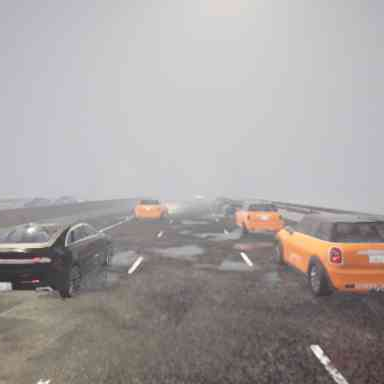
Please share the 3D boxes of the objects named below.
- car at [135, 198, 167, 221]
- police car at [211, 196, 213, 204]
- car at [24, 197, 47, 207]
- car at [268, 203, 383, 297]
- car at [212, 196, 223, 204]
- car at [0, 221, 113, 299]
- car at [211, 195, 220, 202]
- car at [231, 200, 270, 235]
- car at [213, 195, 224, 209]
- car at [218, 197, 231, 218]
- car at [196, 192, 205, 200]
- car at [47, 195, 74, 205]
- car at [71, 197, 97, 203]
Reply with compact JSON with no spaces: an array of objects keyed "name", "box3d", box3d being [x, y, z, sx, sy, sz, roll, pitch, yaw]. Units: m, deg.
[{"name":"car","box3d":[-3.159,1.285,26.415,2.097,1.767,4.553,0,0,1]},{"name":"police car","box3d":[4.329,1.330,51.496,1.930,1.638,5.238,0,0,2]},{"name":"car","box3d":[-20.452,1.385,44.331,1.882,1.535,5.008,0,0,2]},{"name":"car","box3d":[3.639,1.326,8.682,2.097,1.767,4.553,0,0,0]},{"name":"car","box3d":[4.699,1.469,62.302,1.994,1.385,4.181,0,0,2]},{"name":"car","box3d":[-3.362,1.465,8.371,2.128,1.511,4.902,0,0,0]},{"name":"car","box3d":[5.142,1.465,73.216,2.033,1.411,5.357,0,0,3]},{"name":"car","box3d":[3.621,1.301,18.595,2.097,1.767,4.553,0,0,1]},{"name":"car","box3d":[4.023,1.417,40.497,2.163,1.488,4.792,0,0,1]},{"name":"car","box3d":[3.787,1.433,29.577,2.163,1.488,4.792,0,0,1]},{"name":"car","box3d":[2.048,1.035,82.505,2.150,2.045,5.566,0,0,3]},{"name":"car","box3d":[-16.949,1.259,44.401,2.097,1.767,4.553,0,0,2]},{"name":"car","box3d":[-13.492,1.510,43.195,1.895,1.301,4.718,0,0,2]}]
